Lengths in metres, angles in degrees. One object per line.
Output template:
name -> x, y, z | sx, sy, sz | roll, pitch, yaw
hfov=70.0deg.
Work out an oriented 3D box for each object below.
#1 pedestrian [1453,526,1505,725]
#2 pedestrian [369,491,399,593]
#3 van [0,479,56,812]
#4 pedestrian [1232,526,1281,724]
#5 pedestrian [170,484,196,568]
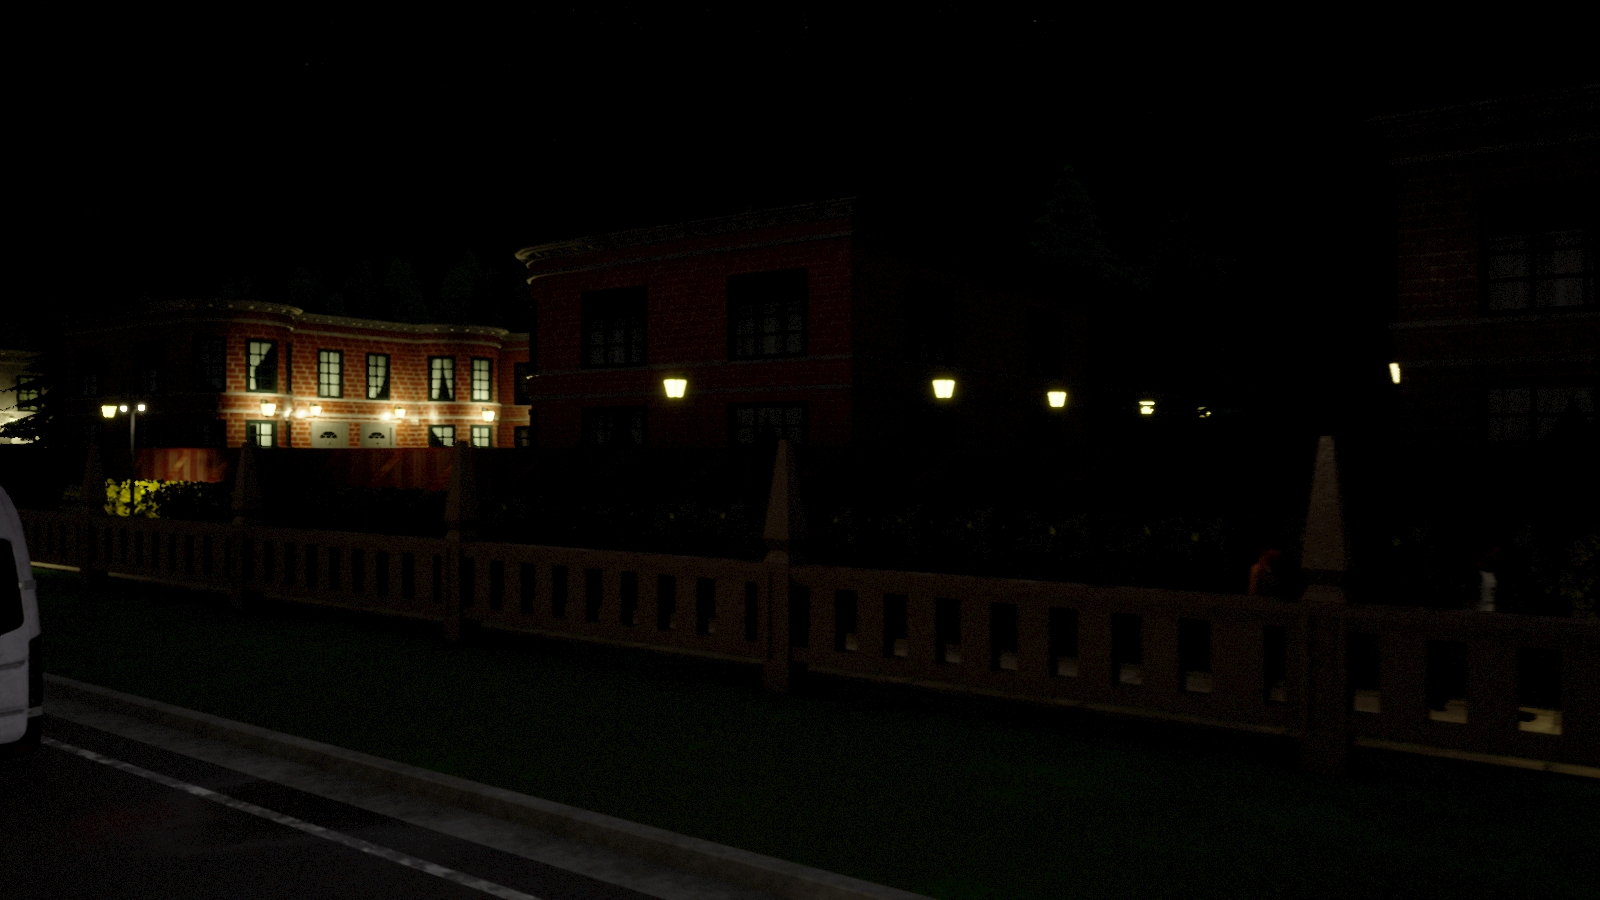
pedestrian -> 6.654, 1.696, 11.191 | 0.375, 1.860, 0.375 | 0, 0, 41
pedestrian -> -7.721, 1.693, 21.223 | 0.375, 1.860, 0.375 | 0, 0, 36
van -> -8.972, 1.532, 10.063 | 5.915, 2.561, 1.988 | 0, 0, 35
pedestrian -> 4.482, 1.695, 11.209 | 0.375, 1.860, 0.375 | 0, 0, 34
pedestrian -> -13.802, 1.692, 25.565 | 0.375, 1.860, 0.375 | 0, 0, 36
